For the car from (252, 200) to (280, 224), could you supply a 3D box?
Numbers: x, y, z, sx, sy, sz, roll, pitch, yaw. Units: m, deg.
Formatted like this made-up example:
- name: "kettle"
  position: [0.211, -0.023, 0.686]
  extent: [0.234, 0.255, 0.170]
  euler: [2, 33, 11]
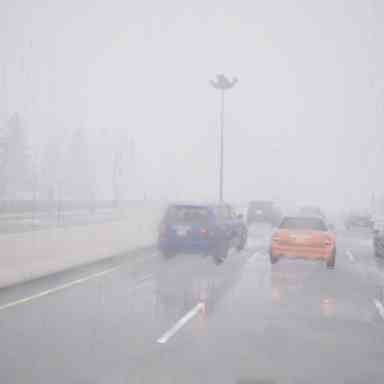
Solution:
- name: "car"
  position: [5.894, 1.710, 27.003]
  extent: [2.150, 2.045, 5.566]
  euler: [1, -1, 21]

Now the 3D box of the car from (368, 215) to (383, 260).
- name: "car"
  position: [7.588, 1.826, 11.555]
  extent: [1.837, 1.490, 4.892]
  euler: [1, 0, 21]

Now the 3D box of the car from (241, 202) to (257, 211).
- name: "car"
  position: [9.953, 2.488, 58.004]
  extent: [1.837, 1.490, 4.892]
  euler: [1, 0, 21]

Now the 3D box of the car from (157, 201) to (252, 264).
- name: "car"
  position: [0.622, 1.409, 12.936]
  extent: [2.150, 2.045, 5.566]
  euler: [1, -1, 21]

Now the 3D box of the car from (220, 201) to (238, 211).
- name: "car"
  position: [6.638, 2.405, 59.126]
  extent: [1.882, 1.535, 5.008]
  euler: [1, -1, 21]

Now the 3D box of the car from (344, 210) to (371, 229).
- name: "car"
  position: [13.074, 2.157, 26.176]
  extent: [1.812, 1.442, 4.674]
  euler: [1, -1, 21]

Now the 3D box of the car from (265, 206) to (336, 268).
- name: "car"
  position: [4.276, 1.614, 12.684]
  extent: [2.097, 1.767, 4.553]
  euler: [1, -1, 21]
